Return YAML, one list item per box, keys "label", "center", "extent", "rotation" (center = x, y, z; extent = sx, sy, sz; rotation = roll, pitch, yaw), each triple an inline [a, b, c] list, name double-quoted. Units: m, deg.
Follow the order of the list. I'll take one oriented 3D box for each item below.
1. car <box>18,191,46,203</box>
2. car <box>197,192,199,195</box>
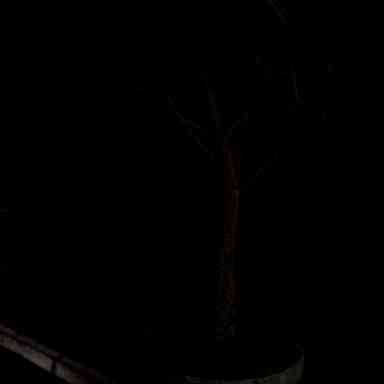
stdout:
- label: "car"
  center: [-20.033, 0.923, 40.729]
  extent: [2.150, 2.045, 5.566]
  rotation: [1, 0, 32]
- label: "car"
  center: [2.749, 0.934, 70.019]
  extent: [2.150, 2.045, 5.566]
  rotation: [1, 0, 32]
